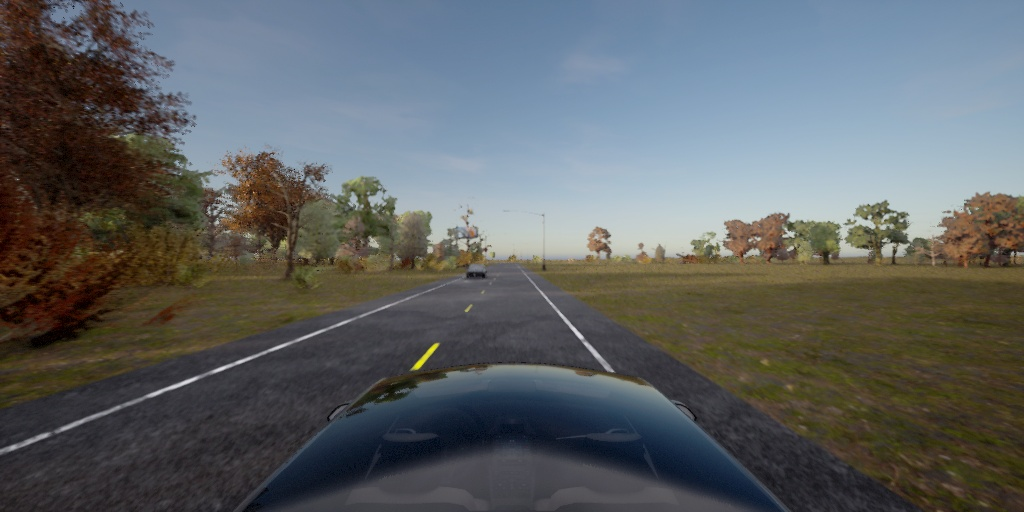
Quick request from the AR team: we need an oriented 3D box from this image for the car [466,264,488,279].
[{"bbox_3d":[-3.581,1.554,36.906,1.882,1.535,5.008,0,0,0],"label":"car"}]
